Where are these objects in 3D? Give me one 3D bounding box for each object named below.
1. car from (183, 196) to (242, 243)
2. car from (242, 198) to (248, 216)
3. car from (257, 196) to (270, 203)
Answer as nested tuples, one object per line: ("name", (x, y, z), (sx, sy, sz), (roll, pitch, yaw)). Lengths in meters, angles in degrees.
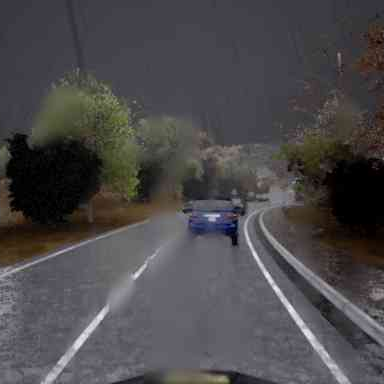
("car", (1.116, 1.200, 16.103), (2.150, 2.045, 5.566), (1, 0, 6))
("car", (4.455, 1.337, 33.493), (2.097, 1.767, 4.553), (1, 0, 14))
("car", (15.503, 1.568, 71.992), (1.895, 1.301, 4.718), (2, 1, 24))
